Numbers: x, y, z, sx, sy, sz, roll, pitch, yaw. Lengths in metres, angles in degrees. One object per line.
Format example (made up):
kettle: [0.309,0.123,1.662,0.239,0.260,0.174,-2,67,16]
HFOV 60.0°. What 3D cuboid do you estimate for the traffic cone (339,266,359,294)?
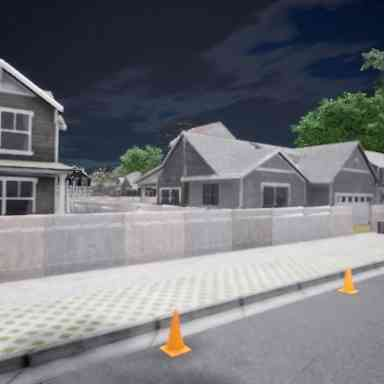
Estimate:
traffic cone: [3.719,2.055,7.893,0.340,0.580,0.340,1,-1,-38]

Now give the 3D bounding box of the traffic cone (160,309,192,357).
traffic cone: [-0.236,1.995,4.835,0.340,0.580,0.340,1,-1,-38]
